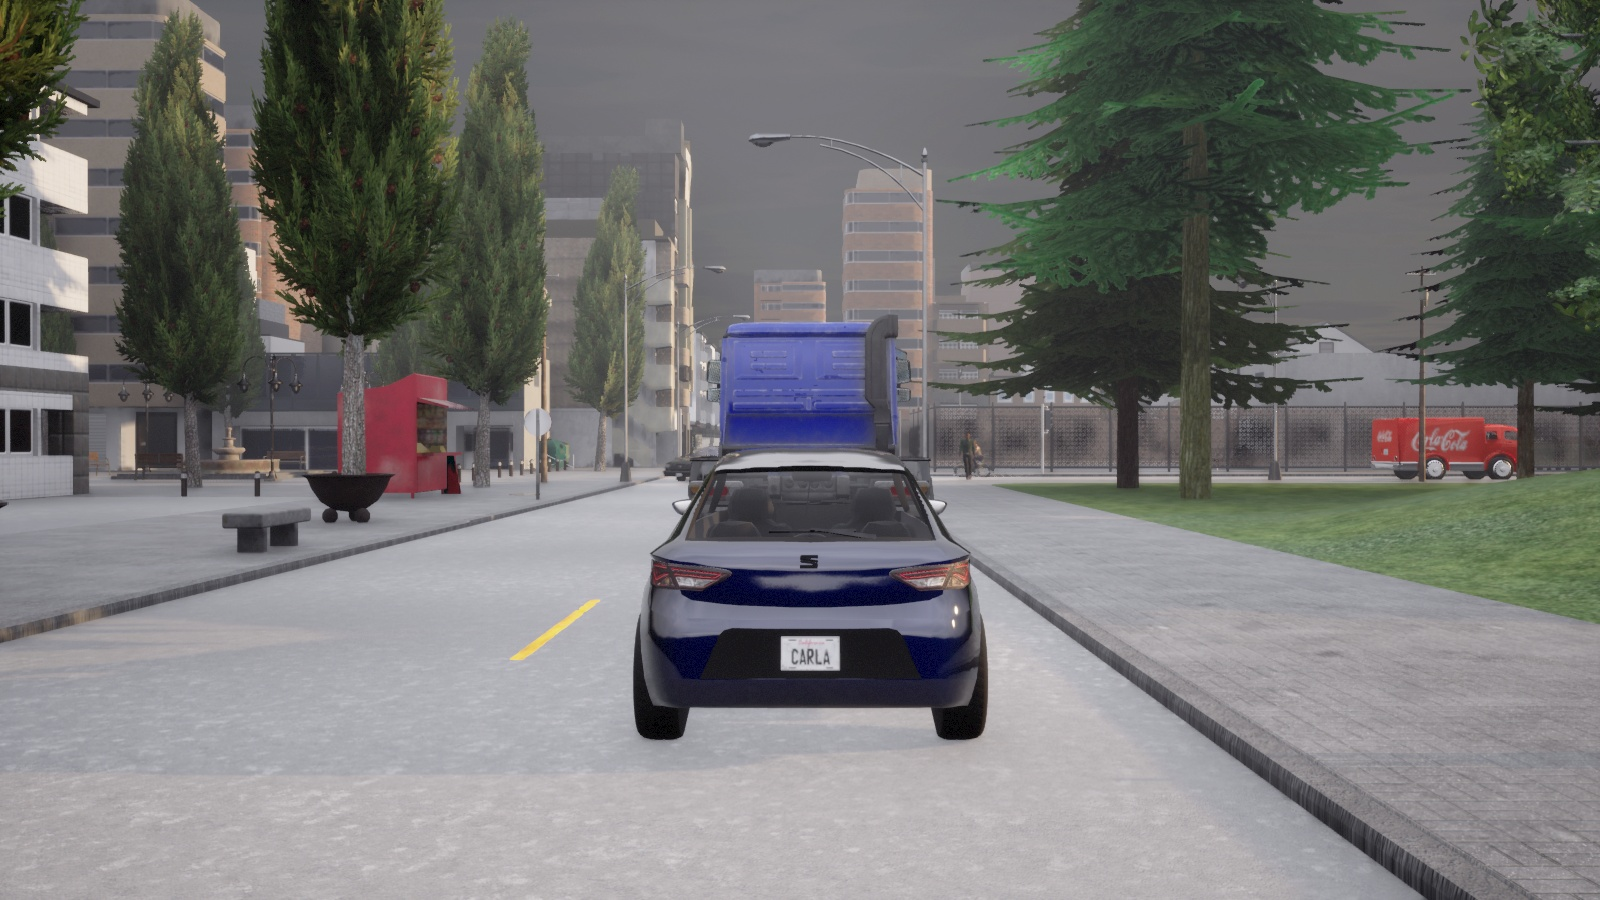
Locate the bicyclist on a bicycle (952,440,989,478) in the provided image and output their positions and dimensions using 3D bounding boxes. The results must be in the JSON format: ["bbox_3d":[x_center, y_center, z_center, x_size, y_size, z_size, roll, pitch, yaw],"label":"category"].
[{"bbox_3d":[7.221,0.388,53.241,1.509,1.612,0.866,0,0,2],"label":"bicyclist on a bicycle"}]

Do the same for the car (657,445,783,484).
[{"bbox_3d":[-3.044,0.515,49.031,2.033,1.411,5.357,0,0,34],"label":"car"}]

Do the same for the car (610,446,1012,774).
[{"bbox_3d":[0.061,0.716,7.772,1.816,1.474,4.193,0,0,0],"label":"car"}]

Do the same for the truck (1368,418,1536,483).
[{"bbox_3d":[25.438,0.003,49.137,5.204,2.467,2.627,0,0,0],"label":"truck"}]

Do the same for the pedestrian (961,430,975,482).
[{"bbox_3d":[6.327,0.209,47.254,0.423,1.949,0.788,0,0,2],"label":"pedestrian"}]

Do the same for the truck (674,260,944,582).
[{"bbox_3d":[0.122,-0.334,17.460,2.891,3.462,7.936,0,0,0],"label":"truck"}]
